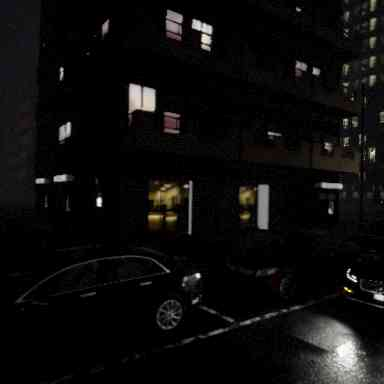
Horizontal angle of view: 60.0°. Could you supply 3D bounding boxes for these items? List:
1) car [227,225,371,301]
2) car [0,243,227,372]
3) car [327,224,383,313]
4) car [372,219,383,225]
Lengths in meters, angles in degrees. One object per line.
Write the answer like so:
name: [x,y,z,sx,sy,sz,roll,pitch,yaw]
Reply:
car: [2.676,1.618,8.410,4.206,1.307,1.802,0,1,-35]
car: [-1.835,1.558,5.193,4.403,1.369,2.008,0,1,-35]
car: [5.171,1.547,7.056,4.892,1.490,1.837,0,0,-35]
car: [7.186,1.631,11.627,4.313,1.339,1.947,0,1,-35]
